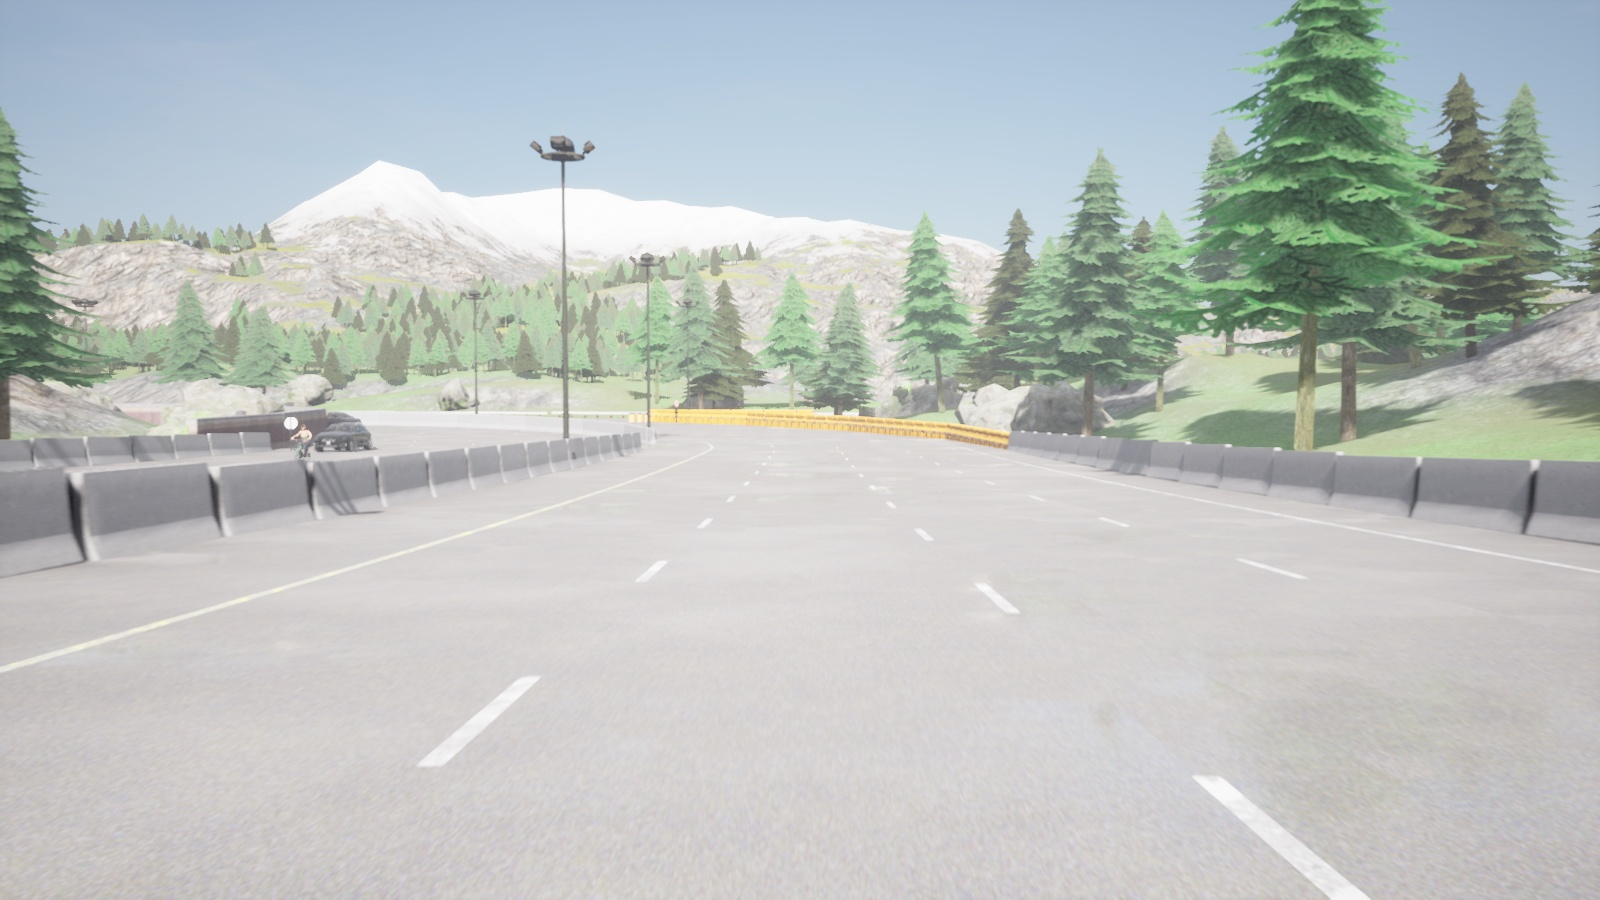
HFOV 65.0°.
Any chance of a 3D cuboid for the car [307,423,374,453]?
[{"bbox_3d":[-24.112,-0.680,66.063,1.837,1.490,4.892,0,1,-1],"label":"car"}]
